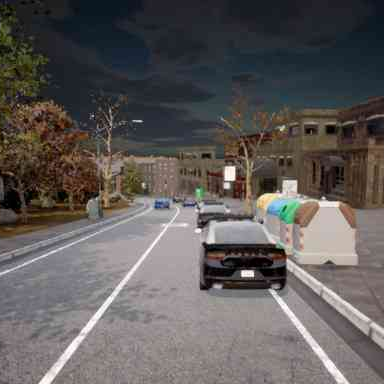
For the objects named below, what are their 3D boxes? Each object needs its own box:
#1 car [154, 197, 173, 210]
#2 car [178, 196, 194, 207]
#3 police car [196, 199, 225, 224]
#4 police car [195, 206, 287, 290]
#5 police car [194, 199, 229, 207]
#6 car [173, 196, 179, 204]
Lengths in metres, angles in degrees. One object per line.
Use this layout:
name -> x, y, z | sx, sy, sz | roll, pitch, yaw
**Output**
car -> -3.637, 1.413, 41.008 | 1.882, 1.535, 5.008 | 0, 0, -3
car -> -0.441, 1.457, 47.690 | 1.994, 1.385, 4.181 | -1, 0, -6
police car -> 1.276, 1.377, 25.235 | 1.930, 1.638, 5.238 | 0, 0, 1
police car -> 1.124, 1.408, 9.157 | 1.930, 1.638, 5.238 | 0, 0, 1
police car -> 1.219, 1.388, 19.206 | 1.930, 1.638, 5.238 | 0, 0, 1
car -> -2.487, 1.468, 61.312 | 1.895, 1.301, 4.718 | -1, 0, -12
